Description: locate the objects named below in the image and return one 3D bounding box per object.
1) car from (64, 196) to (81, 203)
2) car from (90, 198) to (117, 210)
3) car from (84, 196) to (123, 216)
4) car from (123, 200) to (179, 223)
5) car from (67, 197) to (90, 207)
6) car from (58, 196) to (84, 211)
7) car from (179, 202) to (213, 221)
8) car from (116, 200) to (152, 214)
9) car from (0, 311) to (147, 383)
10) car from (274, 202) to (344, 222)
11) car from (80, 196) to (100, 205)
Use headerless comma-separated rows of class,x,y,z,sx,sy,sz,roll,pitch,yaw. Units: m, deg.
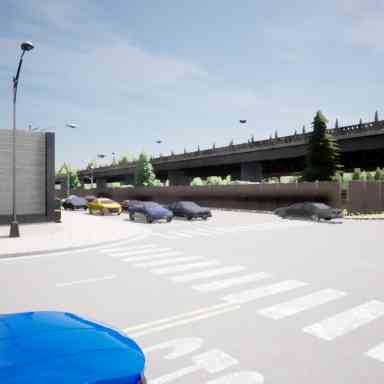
car,-23.745,1.469,65.948,1.812,1.442,4.674,0,0,-36
car,-11.430,1.470,42.557,1.812,1.442,4.674,0,0,-36
car,-8.575,1.422,32.515,1.882,1.535,5.008,0,0,-36
car,-3.209,1.470,25.009,1.812,1.442,4.674,0,0,-36
car,-17.461,1.492,51.001,2.033,1.411,5.357,0,0,-35
car,-14.270,1.492,40.495,2.033,1.411,5.357,0,0,-35
car,-0.607,1.492,27.380,2.033,1.411,5.357,0,0,-36
car,-6.176,1.545,35.183,1.895,1.301,4.718,0,0,-35
car,-2.633,1.478,1.896,5.008,1.535,1.882,0,0,-36
car,9.067,1.515,26.230,2.033,1.411,5.357,0,1,-36
car,-17.819,1.422,57.828,1.882,1.535,5.008,0,0,-36
